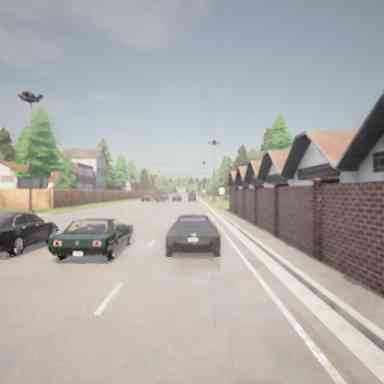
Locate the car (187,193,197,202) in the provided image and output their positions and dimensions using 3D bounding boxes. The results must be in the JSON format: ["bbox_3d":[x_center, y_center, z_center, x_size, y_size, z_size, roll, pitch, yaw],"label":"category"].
[{"bbox_3d":[0.018,1.498,76.063,2.128,1.511,4.902,0,0,0],"label":"car"}]

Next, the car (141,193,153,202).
[{"bbox_3d":[-10.482,1.496,76.066,1.812,1.442,4.674,0,0,0],"label":"car"}]

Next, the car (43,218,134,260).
[{"bbox_3d":[-3.455,1.598,12.377,1.895,1.301,4.718,0,0,1],"label":"car"}]

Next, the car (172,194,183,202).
[{"bbox_3d":[-3.482,1.450,74.911,1.882,1.535,5.008,0,0,0],"label":"car"}]

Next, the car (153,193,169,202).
[{"bbox_3d":[-6.982,1.497,74.912,2.128,1.511,4.902,0,0,0],"label":"car"}]

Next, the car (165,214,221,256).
[{"bbox_3d":[0.053,1.562,13.099,1.994,1.385,4.181,0,0,0],"label":"car"}]

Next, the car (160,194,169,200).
[{"bbox_3d":[-6.980,1.307,85.331,1.882,1.535,5.008,0,0,0],"label":"car"}]

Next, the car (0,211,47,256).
[{"bbox_3d":[-6.950,1.503,13.012,1.837,1.490,4.892,0,0,0],"label":"car"}]

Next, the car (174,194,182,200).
[{"bbox_3d":[-3.480,1.354,85.330,1.812,1.442,4.674,0,0,0],"label":"car"}]
